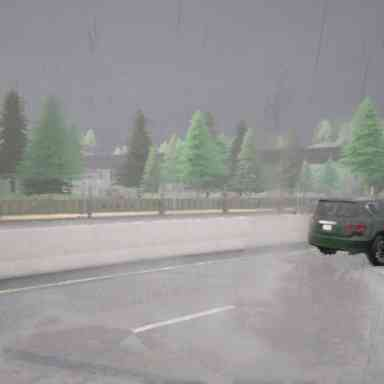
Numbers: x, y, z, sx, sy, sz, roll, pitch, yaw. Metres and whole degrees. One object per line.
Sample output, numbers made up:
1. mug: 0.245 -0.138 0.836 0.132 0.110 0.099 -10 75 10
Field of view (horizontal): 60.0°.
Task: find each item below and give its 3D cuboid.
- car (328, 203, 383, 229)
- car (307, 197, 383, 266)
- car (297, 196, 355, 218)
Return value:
1. car: 11.365 1.470 21.700 4.674 1.442 1.812 0 0 -23
2. car: 6.557 1.193 11.557 5.566 2.045 2.150 0 0 -28
3. car: 11.816 1.269 29.400 4.553 1.767 2.097 0 0 -21
